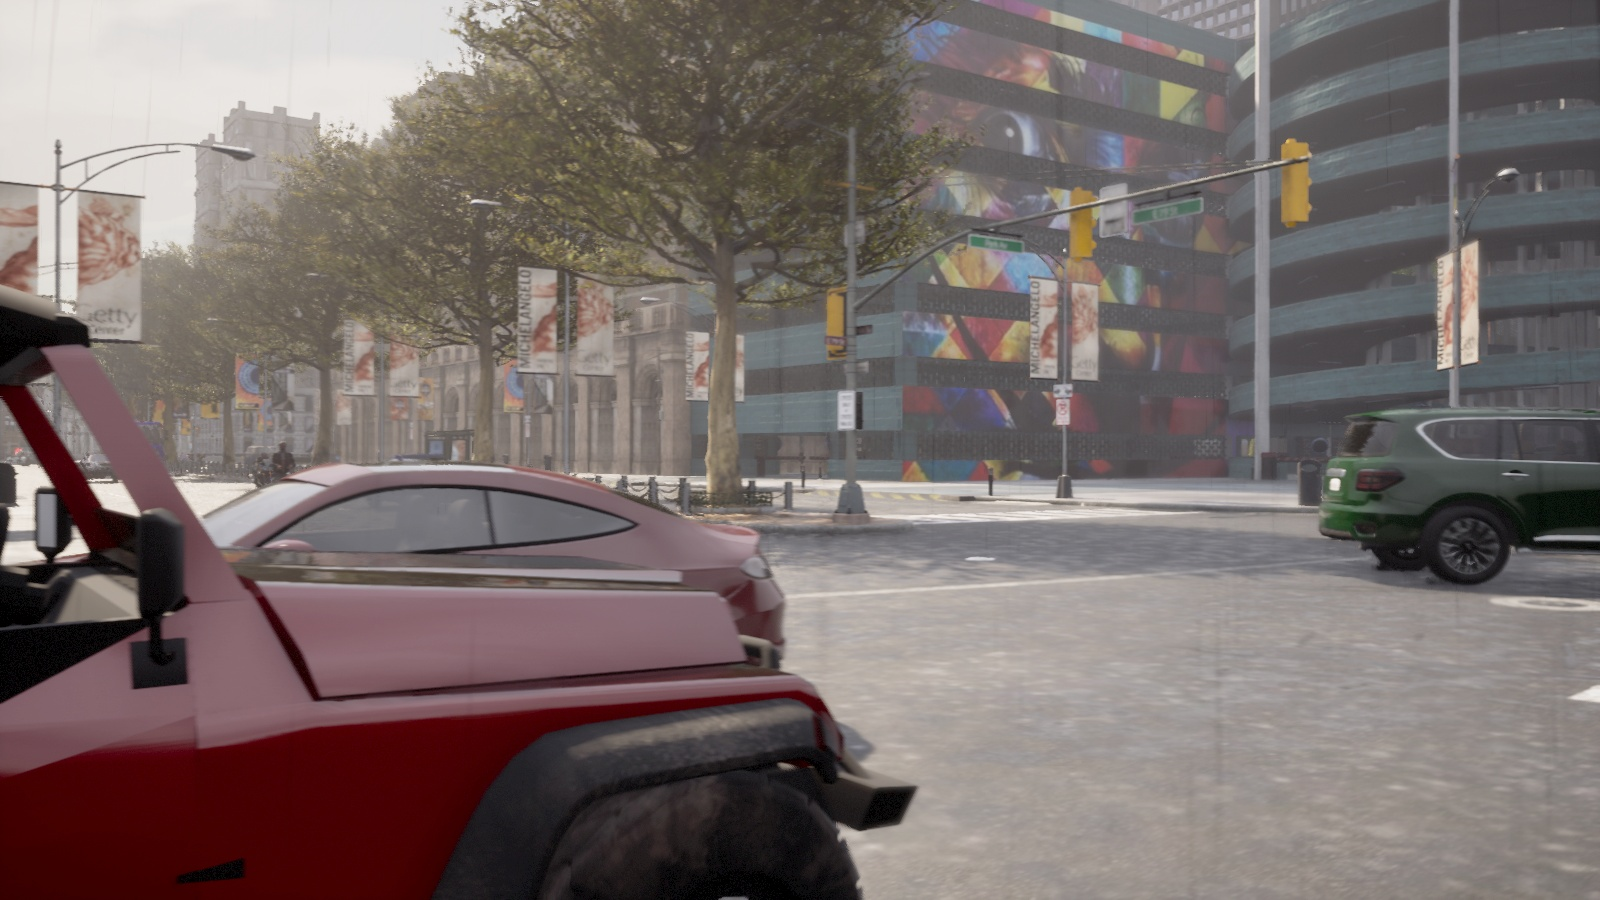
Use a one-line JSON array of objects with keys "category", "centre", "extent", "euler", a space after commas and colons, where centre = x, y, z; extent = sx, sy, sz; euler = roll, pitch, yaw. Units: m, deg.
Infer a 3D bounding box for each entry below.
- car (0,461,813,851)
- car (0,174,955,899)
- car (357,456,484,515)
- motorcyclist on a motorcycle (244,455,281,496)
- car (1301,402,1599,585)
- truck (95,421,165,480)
[{"category": "car", "centre": [-2.365, 0.791, 6.277], "extent": [4.674, 1.442, 1.812], "euler": [0, 0, -35]}, {"category": "car", "centre": [-1.770, 0.552, 2.483], "extent": [3.866, 1.878, 1.905], "euler": [0, 0, -36]}, {"category": "car", "centre": [-10.041, 0.873, 32.984], "extent": [1.812, 1.442, 4.674], "euler": [0, 0, -35]}, {"category": "motorcyclist on a motorcycle", "centre": [-20.530, 0.941, 47.925], "extent": [0.866, 1.530, 2.191], "euler": [0, 0, -35]}, {"category": "car", "centre": [9.205, 0.482, 15.036], "extent": [5.566, 2.045, 2.150], "euler": [0, 0, 6]}, {"category": "truck", "centre": [-41.879, 0.044, 78.337], "extent": [2.891, 3.462, 7.936], "euler": [0, 0, -35]}]
